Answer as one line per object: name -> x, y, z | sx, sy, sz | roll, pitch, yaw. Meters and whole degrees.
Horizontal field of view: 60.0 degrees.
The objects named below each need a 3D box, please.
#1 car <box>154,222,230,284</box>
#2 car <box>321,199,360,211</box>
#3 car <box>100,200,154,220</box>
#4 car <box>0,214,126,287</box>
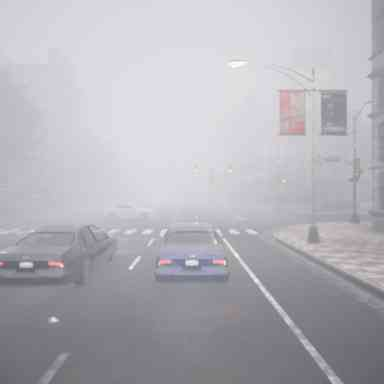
car -> -0.016, 1.602, 9.753 | 2.033, 1.411, 5.357 | 0, 0, 0
car -> 20.036, 1.724, 45.038 | 5.008, 1.535, 1.882 | 0, 0, 0
car -> -5.713, 1.743, 29.827 | 4.674, 1.442, 1.812 | 1, 0, 0
car -> -3.515, 1.600, 9.534 | 2.033, 1.411, 5.357 | 0, 0, 0
